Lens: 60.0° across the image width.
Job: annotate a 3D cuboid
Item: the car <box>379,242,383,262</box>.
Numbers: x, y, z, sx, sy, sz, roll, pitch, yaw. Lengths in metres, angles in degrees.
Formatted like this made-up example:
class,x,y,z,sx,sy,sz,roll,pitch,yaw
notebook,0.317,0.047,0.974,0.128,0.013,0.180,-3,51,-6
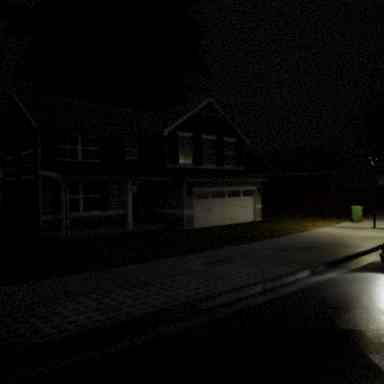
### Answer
class,x,y,z,sx,sy,sz,roll,pitch,yaw
car,7.463,1.345,9.971,5.357,1.411,2.033,-1,1,-43
